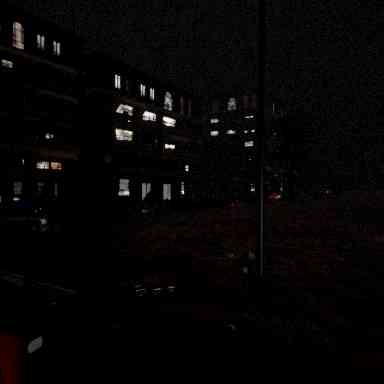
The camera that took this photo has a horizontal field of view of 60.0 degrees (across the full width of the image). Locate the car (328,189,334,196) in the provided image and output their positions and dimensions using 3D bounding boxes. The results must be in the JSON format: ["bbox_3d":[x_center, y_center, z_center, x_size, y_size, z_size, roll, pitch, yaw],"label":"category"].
[{"bbox_3d":[34.430,0.077,83.277,1.967,1.590,4.097,2,2,35],"label":"car"}]

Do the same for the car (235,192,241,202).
[{"bbox_3d":[7.760,0.882,49.286,1.895,1.301,4.718,1,1,34],"label":"car"}]

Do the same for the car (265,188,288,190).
[{"bbox_3d":[15.396,0.550,60.335,1.882,1.535,5.008,1,1,35],"label":"car"}]

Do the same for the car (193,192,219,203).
[{"bbox_3d":[2.198,0.807,51.401,2.008,1.369,4.403,2,2,35],"label":"car"}]

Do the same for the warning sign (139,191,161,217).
[{"bbox_3d":[-3.130,0.851,24.821,1.300,1.860,1.060,-1,0,35],"label":"warning sign"}]

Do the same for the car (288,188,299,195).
[{"bbox_3d":[24.371,-0.031,83.459,2.192,1.841,5.009,2,2,35],"label":"car"}]

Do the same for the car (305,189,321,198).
[{"bbox_3d":[24.928,0.445,69.539,2.008,1.369,4.403,2,2,35],"label":"car"}]

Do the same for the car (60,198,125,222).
[{"bbox_3d":[-6.746,1.328,23.734,1.947,1.339,4.313,2,2,35],"label":"car"}]

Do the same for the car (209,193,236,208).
[{"bbox_3d":[2.756,1.050,37.474,2.008,1.369,4.403,2,2,35],"label":"car"}]

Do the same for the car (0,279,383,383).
[{"bbox_3d":[-0.330,1.544,3.102,4.507,1.381,1.887,0,0,35],"label":"car"}]

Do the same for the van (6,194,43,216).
[{"bbox_3d":[-13.636,1.035,28.493,1.690,1.788,3.998,2,2,35],"label":"van"}]

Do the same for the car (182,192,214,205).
[{"bbox_3d":[0.843,0.851,44.878,1.882,1.535,5.008,1,1,35],"label":"car"}]

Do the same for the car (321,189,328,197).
[{"bbox_3d":[28.094,0.359,74.118,2.008,1.369,4.403,2,2,35],"label":"car"}]

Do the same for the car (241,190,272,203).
[{"bbox_3d":[9.090,0.876,46.635,2.008,1.369,4.403,2,2,35],"label":"car"}]

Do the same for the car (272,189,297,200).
[{"bbox_3d":[15.522,0.674,55.936,1.752,1.417,4.829,2,2,35],"label":"car"}]

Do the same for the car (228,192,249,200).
[{"bbox_3d":[8.533,0.649,60.563,1.947,1.339,4.313,2,2,35],"label":"car"}]

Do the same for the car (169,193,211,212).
[{"bbox_3d":[-0.412,1.131,32.893,1.887,1.381,4.507,2,2,35],"label":"car"}]

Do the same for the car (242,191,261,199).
[{"bbox_3d":[11.603,0.524,65.002,1.752,1.417,4.829,2,2,35],"label":"car"}]

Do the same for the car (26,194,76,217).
[{"bbox_3d":[-10.846,1.200,28.005,1.837,1.490,4.892,1,1,35],"label":"car"}]

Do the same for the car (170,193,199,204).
[{"bbox_3d":[-0.969,0.909,46.821,1.947,1.339,4.313,2,2,35],"label":"car"}]

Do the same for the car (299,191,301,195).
[{"bbox_3d":[27.536,0.113,88.046,1.887,1.381,4.507,2,2,35],"label":"car"}]

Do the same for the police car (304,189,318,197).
[{"bbox_3d":[27.449,0.189,76.729,1.930,1.638,5.238,0,1,32],"label":"police car"}]

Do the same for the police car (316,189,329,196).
[{"bbox_3d":[33.259,0.037,84.870,1.930,1.638,5.238,1,1,34],"label":"police car"}]
